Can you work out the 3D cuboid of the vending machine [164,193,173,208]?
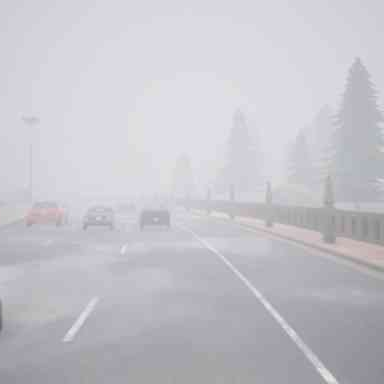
[{"bbox_3d":[-3.509,1.237,49.253,1.100,2.100,0.880,0,0,-25],"label":"vending machine"}]

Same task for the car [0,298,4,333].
[{"bbox_3d":[-3.624,1.520,2.944,1.837,1.490,4.892,0,0,-2],"label":"car"}]

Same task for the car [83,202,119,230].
[{"bbox_3d":[-5.990,1.582,21.659,2.033,1.411,5.357,0,0,-13],"label":"car"}]

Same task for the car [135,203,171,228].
[{"bbox_3d":[-2.624,1.500,22.325,1.882,1.535,5.008,0,0,-12],"label":"car"}]

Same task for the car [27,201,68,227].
[{"bbox_3d":[-10.147,1.404,23.679,2.097,1.767,4.553,0,0,-14],"label":"car"}]

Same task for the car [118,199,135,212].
[{"bbox_3d":[-7.918,1.578,39.422,1.812,1.442,4.674,0,0,-22],"label":"car"}]
